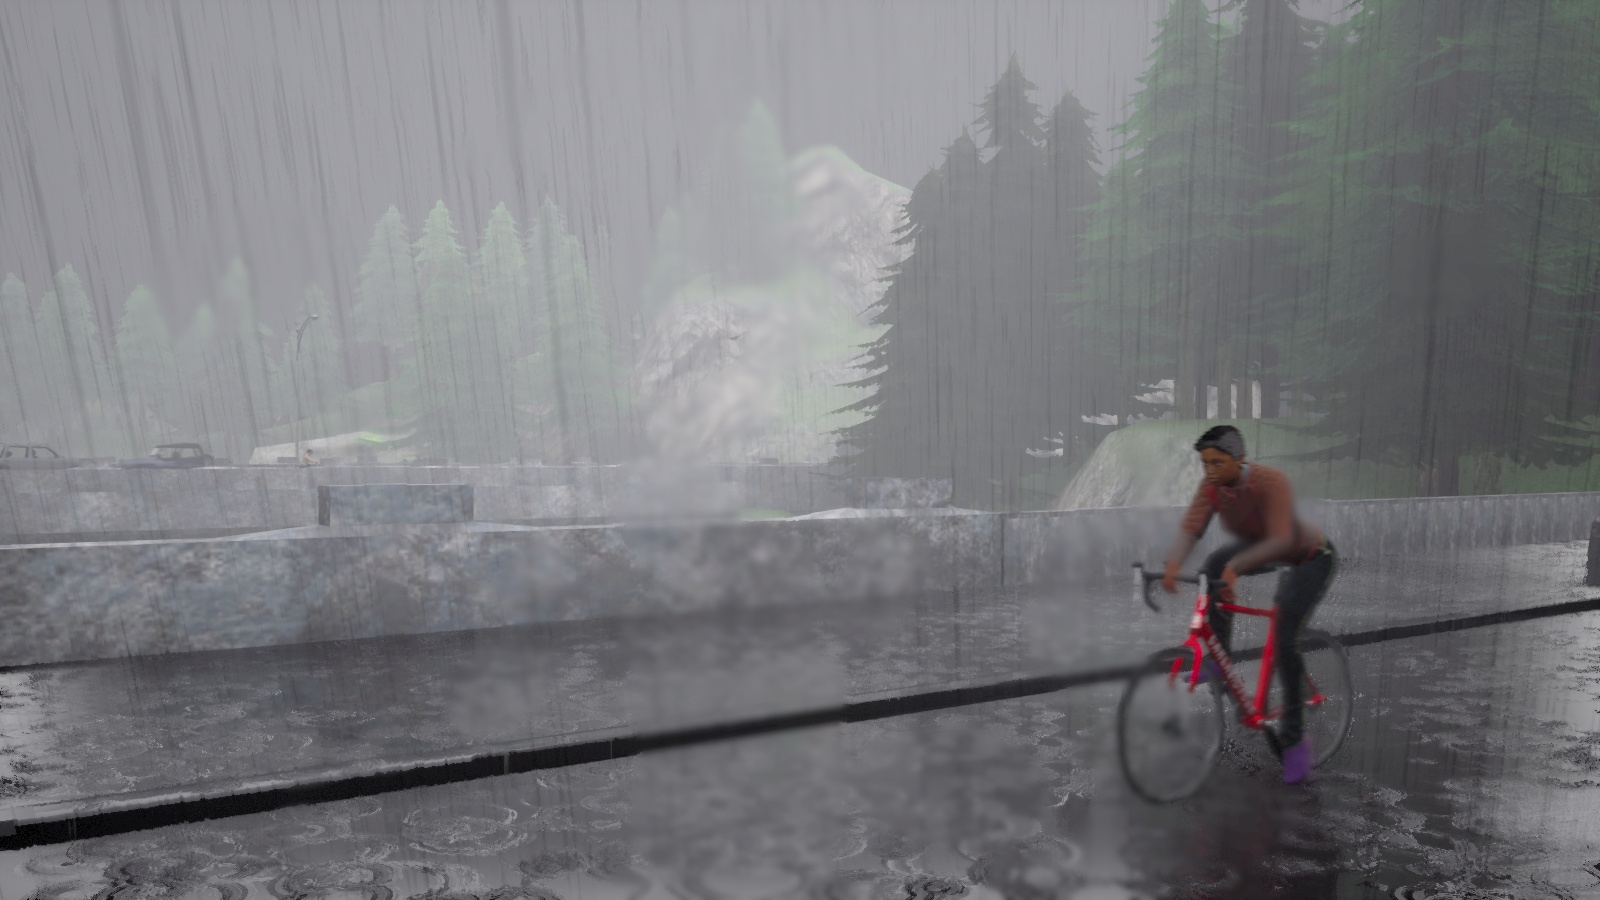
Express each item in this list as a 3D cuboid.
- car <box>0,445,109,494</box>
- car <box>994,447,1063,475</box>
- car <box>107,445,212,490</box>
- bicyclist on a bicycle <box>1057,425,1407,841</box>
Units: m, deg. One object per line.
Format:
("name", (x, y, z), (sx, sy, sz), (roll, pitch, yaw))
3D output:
("car", (-29.617, 0.741, 48.856), (4.605, 1.855, 1.932), (1, -1, -35))
("car", (15.491, 0.737, 85.194), (4.605, 1.855, 1.932), (0, 0, -35))
("car", (-27.987, 0.734, 54.870), (3.866, 1.878, 1.905), (0, 0, -35))
("bicyclist on a bicycle", (1.953, 0.707, 5.583), (1.656, 1.620, 0.582), (0, 0, -34))
